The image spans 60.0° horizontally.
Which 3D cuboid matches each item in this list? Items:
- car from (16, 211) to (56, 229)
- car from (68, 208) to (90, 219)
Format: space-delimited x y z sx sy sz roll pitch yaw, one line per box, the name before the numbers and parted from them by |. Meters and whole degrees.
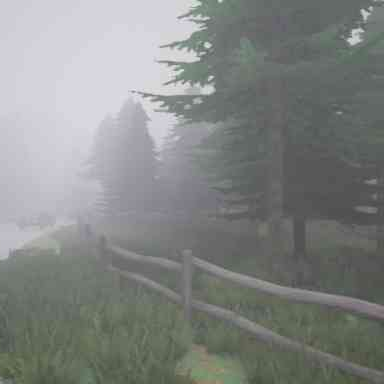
car | -13.063 2.306 28.165 2.033 1.411 5.357 1 -2 -9
car | -13.846 2.702 41.453 1.994 1.385 4.181 0 -2 0
